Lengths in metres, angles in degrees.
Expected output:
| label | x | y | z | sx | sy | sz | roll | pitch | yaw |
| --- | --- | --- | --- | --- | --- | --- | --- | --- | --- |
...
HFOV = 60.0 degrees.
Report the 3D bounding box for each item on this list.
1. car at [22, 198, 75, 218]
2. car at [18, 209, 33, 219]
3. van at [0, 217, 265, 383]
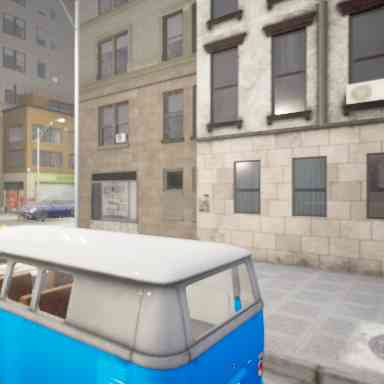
| label | x | y | z | sx | sy | sz | roll | pitch | yaw |
| --- | --- | --- | --- | --- | --- | --- | --- | --- | --- |
| car | -10.814 | 1.277 | 25.486 | 2.097 | 1.767 | 4.553 | 0 | 0 | 35 |
| car | -5.723 | 1.314 | 6.810 | 5.009 | 1.841 | 2.192 | 0 | 0 | 35 |
| van | -1.206 | 1.341 | 3.651 | 3.998 | 1.788 | 1.690 | 0 | 0 | 35 |
